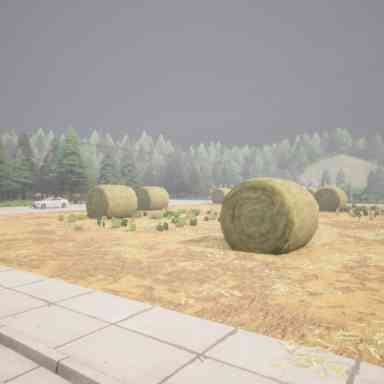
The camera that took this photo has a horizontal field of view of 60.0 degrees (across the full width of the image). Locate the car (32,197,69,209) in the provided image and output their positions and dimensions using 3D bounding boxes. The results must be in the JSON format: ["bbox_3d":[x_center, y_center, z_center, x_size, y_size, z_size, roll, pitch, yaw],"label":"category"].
[{"bbox_3d":[-18.396,1.415,43.460,1.812,1.442,4.674,0,0,36],"label":"car"}]
